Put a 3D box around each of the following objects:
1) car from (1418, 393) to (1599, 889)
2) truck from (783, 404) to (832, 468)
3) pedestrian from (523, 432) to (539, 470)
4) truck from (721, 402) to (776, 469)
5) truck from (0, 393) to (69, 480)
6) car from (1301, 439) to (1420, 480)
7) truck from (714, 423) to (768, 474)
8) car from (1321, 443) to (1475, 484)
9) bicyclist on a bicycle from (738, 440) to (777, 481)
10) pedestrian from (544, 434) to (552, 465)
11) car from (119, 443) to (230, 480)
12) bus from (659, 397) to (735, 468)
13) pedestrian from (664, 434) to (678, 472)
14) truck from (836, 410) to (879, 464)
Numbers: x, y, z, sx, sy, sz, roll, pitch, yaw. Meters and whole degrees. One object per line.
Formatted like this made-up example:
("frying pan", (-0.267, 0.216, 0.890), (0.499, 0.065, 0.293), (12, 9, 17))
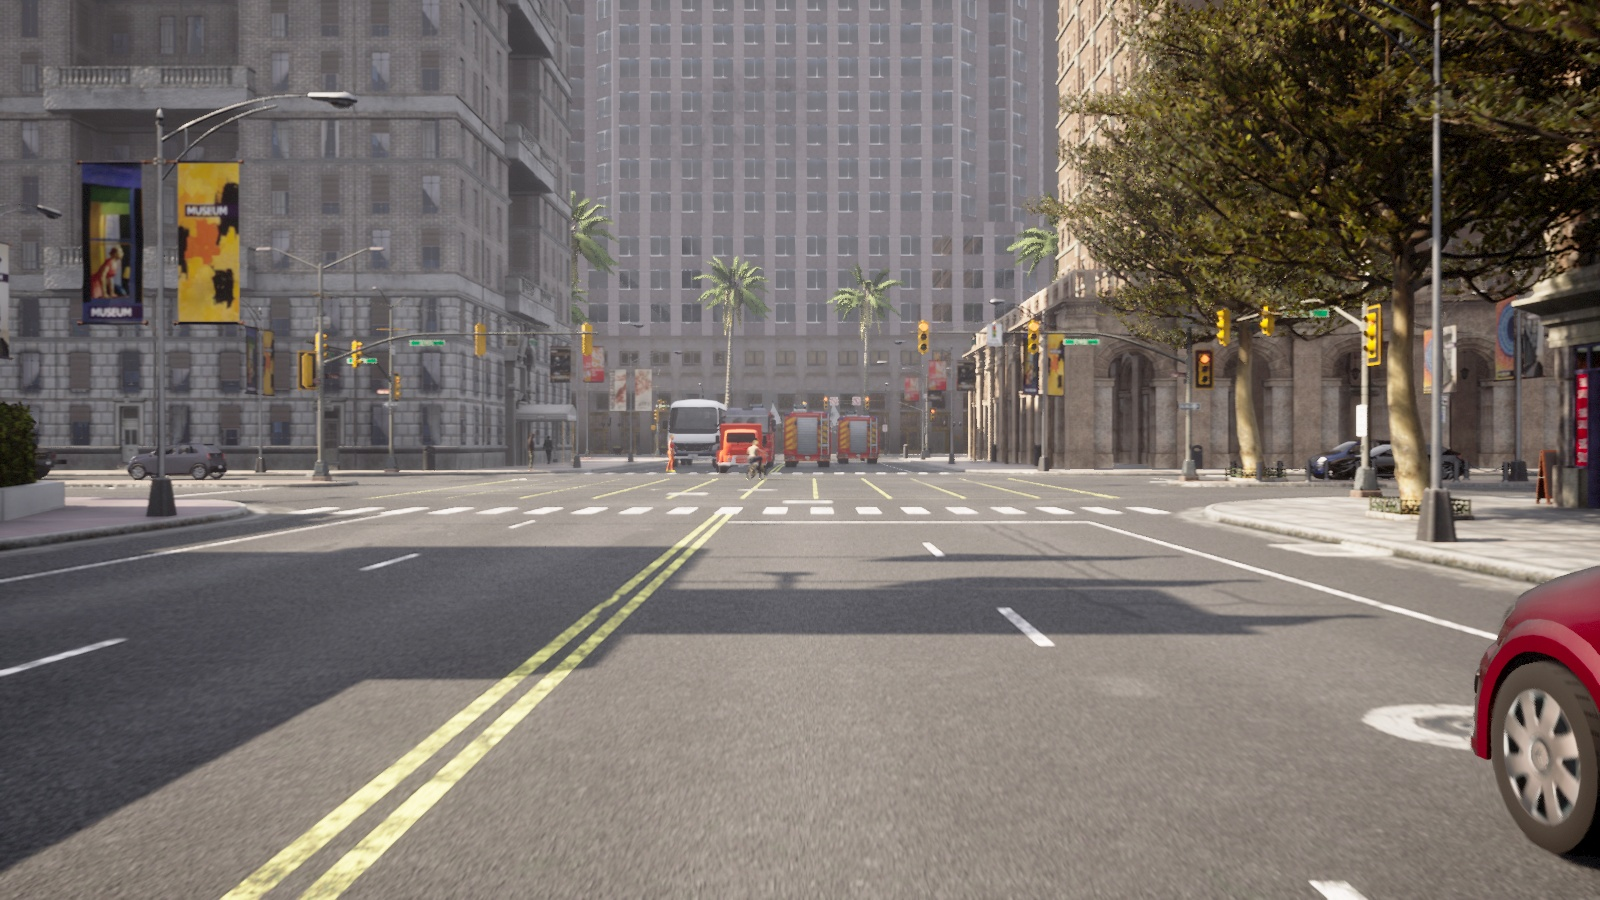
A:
("car", (3.534, 0.629, 3.315), (1.851, 1.617, 3.988), (0, 0, 0))
("truck", (0.469, -0.864, 79.177), (2.891, 3.827, 8.468), (0, 0, 0))
("pedestrian", (-13.087, 0.048, 61.145), (0.703, 1.840, 0.431), (0, 0, -5))
("truck", (-3.054, -0.852, 76.561), (2.891, 3.827, 8.468), (0, 0, 1))
("truck", (-34.787, -0.554, 51.491), (7.936, 3.462, 2.891), (0, 0, 1))
("car", (22.643, 0.376, 50.832), (3.988, 1.617, 1.851), (0, 0, 1))
("truck", (-2.961, -0.102, 63.034), (2.627, 2.467, 5.204), (0, 1, -3))
("car", (22.449, 0.498, 47.302), (4.792, 1.488, 2.163), (0, 0, 2))
("bicyclist on a bicycle", (-1.689, 0.399, 50.190), (0.866, 1.612, 1.509), (-1, 0, 29))
("pedestrian", (-15.982, -0.059, 79.742), (0.423, 1.949, 0.788), (0, 0, -6))
("car", (-25.561, 0.450, 51.392), (3.633, 1.501, 1.845), (0, 0, 1))
("bus", (-6.507, -1.093, 81.203), (3.944, 4.253, 10.273), (0, 0, 1))
("pedestrian", (-6.260, 0.143, 60.786), (0.594, 1.836, 0.345), (0, 0, 8))
("truck", (4.161, -0.933, 91.948), (2.891, 3.827, 8.468), (0, 0, 1))
